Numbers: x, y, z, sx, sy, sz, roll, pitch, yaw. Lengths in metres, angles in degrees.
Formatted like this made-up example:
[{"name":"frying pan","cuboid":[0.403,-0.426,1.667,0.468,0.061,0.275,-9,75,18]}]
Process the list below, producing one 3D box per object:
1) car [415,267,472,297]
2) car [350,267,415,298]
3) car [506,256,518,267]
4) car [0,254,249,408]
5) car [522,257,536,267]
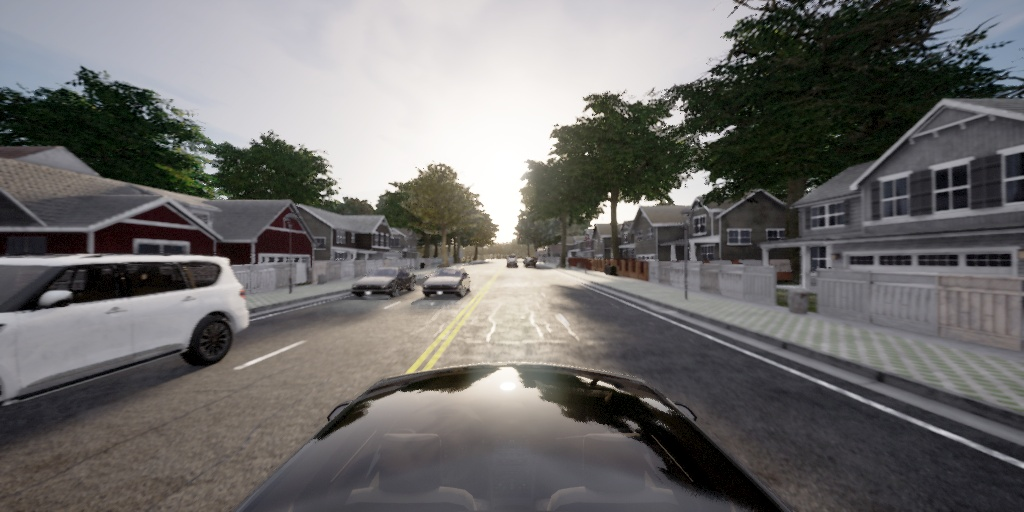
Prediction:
[{"name":"car","cuboid":[-3.277,1.305,19.025,2.033,1.411,5.357,0,0,1]},{"name":"car","cuboid":[-6.527,1.305,18.995,2.033,1.411,5.357,0,0,1]},{"name":"car","cuboid":[-0.005,1.218,62.786,1.812,1.442,4.674,0,0,0]},{"name":"car","cuboid":[-6.550,0.974,5.115,2.150,2.045,5.566,0,0,0]},{"name":"car","cuboid":[3.245,1.197,62.786,1.837,1.490,4.892,0,0,0]}]
